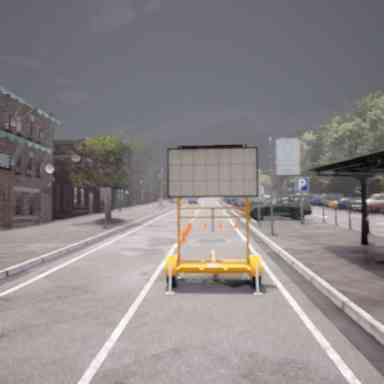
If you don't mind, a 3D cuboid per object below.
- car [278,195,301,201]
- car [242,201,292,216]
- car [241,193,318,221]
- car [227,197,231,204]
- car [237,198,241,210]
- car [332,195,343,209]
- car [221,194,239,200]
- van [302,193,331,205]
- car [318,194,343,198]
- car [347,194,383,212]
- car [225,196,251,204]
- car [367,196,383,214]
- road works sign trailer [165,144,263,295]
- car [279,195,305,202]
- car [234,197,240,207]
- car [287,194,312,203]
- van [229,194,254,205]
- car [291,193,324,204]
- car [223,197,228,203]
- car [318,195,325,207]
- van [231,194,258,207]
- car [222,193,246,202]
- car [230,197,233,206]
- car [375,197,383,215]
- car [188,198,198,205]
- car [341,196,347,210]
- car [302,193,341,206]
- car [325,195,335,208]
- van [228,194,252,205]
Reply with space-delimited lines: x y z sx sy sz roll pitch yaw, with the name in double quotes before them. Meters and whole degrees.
"car" 22.975 1.414 78.447 4.892 1.521 2.231 -1 0 3
"car" 7.611 1.652 33.937 4.674 1.452 2.002 -1 0 3
"car" 7.292 1.339 28.340 5.566 2.045 2.435 -1 0 3
"car" 8.613 1.649 53.541 4.892 1.521 2.231 -1 0 3
"car" 7.280 1.600 31.147 5.366 1.575 1.946 -1 0 3
"car" 21.130 1.506 42.403 5.008 1.535 2.097 -1 0 3
"car" 10.595 1.496 92.739 5.008 1.535 2.097 -1 0 3
"van" 22.096 1.265 59.035 4.442 1.987 1.878 -1 0 3
"car" 21.588 1.543 50.723 4.792 1.488 2.163 -1 0 3
"car" 20.821 1.236 36.861 5.566 2.045 2.435 -1 0 3
"car" 9.313 1.599 67.543 4.892 1.521 2.231 -1 0 3
"car" 20.717 1.477 34.086 5.008 1.535 2.097 -1 0 3
"road works sign trailer" 0.558 0.546 8.956 2.380 3.560 2.880 -1 0 4
"car" 22.643 1.423 75.683 5.366 1.575 1.946 -1 0 3
"car" 7.888 1.633 39.537 5.008 1.535 2.097 -1 0 3
"car" 22.576 1.321 70.129 4.553 1.767 2.185 -1 0 3
"van" 9.148 1.394 61.937 4.442 1.987 1.878 -1 0 3
"car" 22.290 1.218 64.583 5.566 2.045 2.435 -1 0 3
"car" 8.861 1.381 59.143 5.566 2.045 2.435 -1 0 3
"car" 21.388 1.547 47.946 4.792 1.488 2.163 -1 0 3
"van" 8.863 1.416 56.339 4.442 1.987 1.878 -1 0 3
"car" 9.858 1.302 78.742 5.566 2.045 2.435 -1 0 3
"car" 8.351 1.683 47.936 4.792 1.488 2.163 -1 0 3
"car" 20.575 1.466 31.313 5.008 1.535 2.097 -1 0 3
"car" 0.205 1.765 64.278 2.033 1.411 5.357 -1 0 3
"car" 20.988 1.499 39.629 4.892 1.521 2.231 -1 0 3
"car" 21.867 1.252 56.267 5.566 2.045 2.435 -1 0 3
"car" 21.461 1.507 45.167 5.366 1.575 1.946 -1 0 3
"van" 9.291 1.383 64.736 4.442 1.987 1.878 -1 0 3
